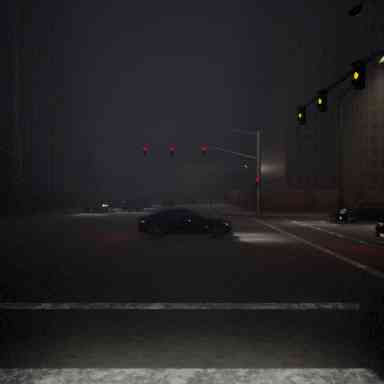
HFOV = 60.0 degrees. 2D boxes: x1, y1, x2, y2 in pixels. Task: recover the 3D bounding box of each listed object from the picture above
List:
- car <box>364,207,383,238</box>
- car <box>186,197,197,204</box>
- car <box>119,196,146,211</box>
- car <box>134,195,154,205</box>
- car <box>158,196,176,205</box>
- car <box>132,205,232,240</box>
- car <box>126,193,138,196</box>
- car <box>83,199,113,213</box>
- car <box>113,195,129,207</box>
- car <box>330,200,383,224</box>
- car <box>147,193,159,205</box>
[{"bbox_3d":[9.929,1.491,13.173,4.902,1.511,2.128,0,0,0],"label":"car"},{"bbox_3d":[-0.124,1.564,64.935,1.994,1.385,4.181,0,0,0],"label":"car"},{"bbox_3d":[-7.156,1.526,40.535,1.812,1.442,4.674,0,0,-1],"label":"car"},{"bbox_3d":[-7.185,1.525,49.629,1.812,1.442,4.674,0,0,0],"label":"car"},{"bbox_3d":[-3.488,1.547,49.727,2.033,1.411,5.357,0,0,0],"label":"car"},{"bbox_3d":[-0.379,1.525,16.561,4.674,1.442,1.812,0,0,-1],"label":"car"},{"bbox_3d":[-10.669,1.221,58.307,2.150,2.045,5.566,0,0,0],"label":"car"},{"bbox_3d":[-10.707,1.547,37.542,2.033,1.411,5.357,0,0,-3],"label":"car"},{"bbox_3d":[-10.687,1.547,47.617,2.033,1.411,5.357,0,0,0],"label":"car"},{"bbox_3d":[12.368,1.352,23.875,4.553,1.767,2.097,0,0,0],"label":"car"},{"bbox_3d":[-7.158,1.221,60.156,2.150,2.045,5.566,0,0,1],"label":"car"}]
